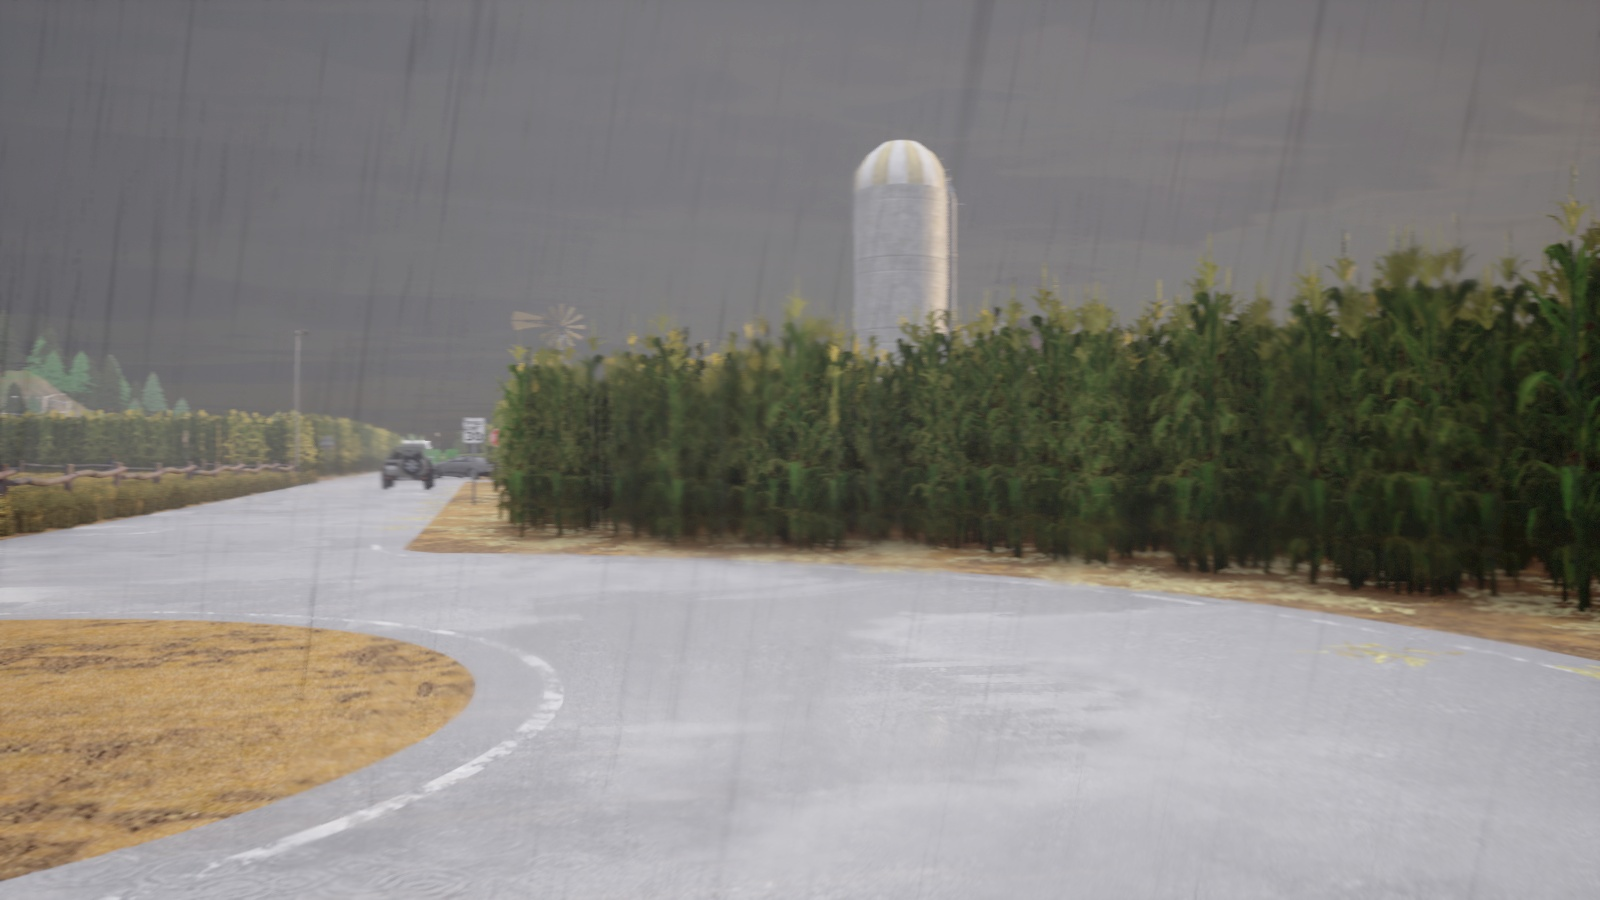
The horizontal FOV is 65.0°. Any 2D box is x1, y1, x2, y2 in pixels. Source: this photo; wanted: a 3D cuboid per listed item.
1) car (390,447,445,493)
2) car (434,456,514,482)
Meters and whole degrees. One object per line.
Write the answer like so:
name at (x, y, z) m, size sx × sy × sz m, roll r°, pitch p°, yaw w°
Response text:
car at (-16.102, 0.788, 53.065) m, size 1.932 × 1.855 × 4.605 m, roll 0°, pitch 0°, yaw -13°
car at (-18.909, 1.074, 72.817) m, size 4.181 × 1.385 × 1.994 m, roll 1°, pitch 1°, yaw 28°
